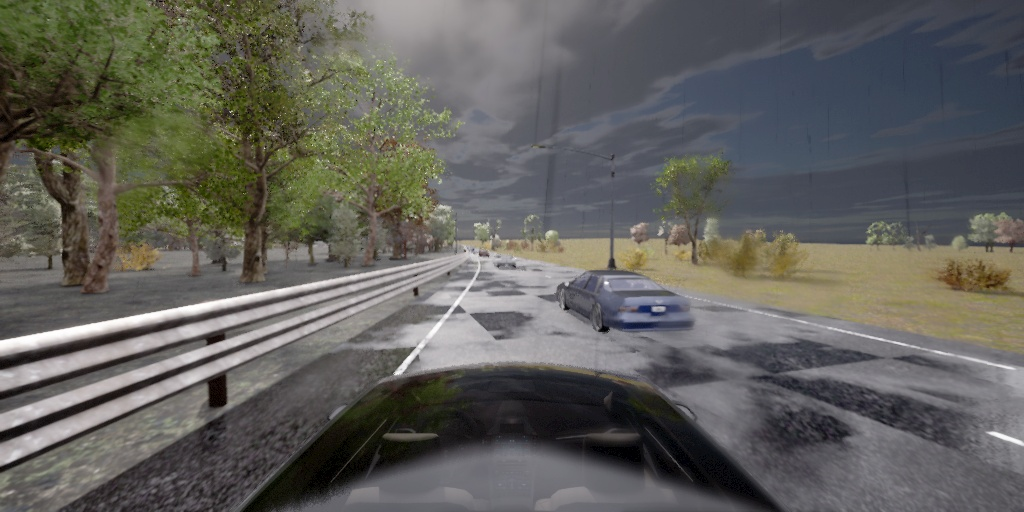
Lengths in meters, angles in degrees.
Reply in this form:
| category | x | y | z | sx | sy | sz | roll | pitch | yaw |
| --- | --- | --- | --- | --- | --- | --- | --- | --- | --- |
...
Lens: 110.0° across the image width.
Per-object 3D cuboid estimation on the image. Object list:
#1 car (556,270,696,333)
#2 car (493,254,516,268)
| category | x | y | z | sx | sy | sz | roll | pitch | yaw |
| --- | --- | --- | --- | --- | --- | --- | --- | --- | --- |
| car | 2.734 | 1.096 | 10.010 | 2.033 | 1.411 | 5.357 | 0 | 1 | -8 |
| car | -0.807 | 0.467 | 35.796 | 1.895 | 1.301 | 4.718 | 0 | 2 | -8 |
